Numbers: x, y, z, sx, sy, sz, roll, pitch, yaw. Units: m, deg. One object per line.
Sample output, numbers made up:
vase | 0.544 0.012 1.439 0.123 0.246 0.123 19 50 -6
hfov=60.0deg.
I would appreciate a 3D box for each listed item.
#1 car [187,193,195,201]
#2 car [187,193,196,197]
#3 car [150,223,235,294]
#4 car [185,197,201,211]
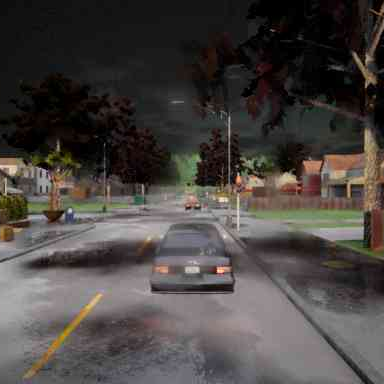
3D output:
car | -0.197 1.225 87.143 2.150 2.045 5.566 0 0 0
car | -0.109 1.353 70.541 2.097 1.767 4.553 0 0 0
car | 0.022 1.547 8.914 2.033 1.411 5.357 0 0 0
car | 0.099 1.601 41.235 1.895 1.301 4.718 0 0 0
